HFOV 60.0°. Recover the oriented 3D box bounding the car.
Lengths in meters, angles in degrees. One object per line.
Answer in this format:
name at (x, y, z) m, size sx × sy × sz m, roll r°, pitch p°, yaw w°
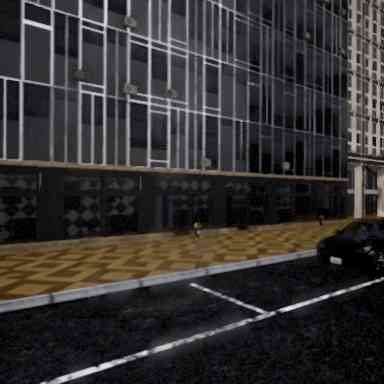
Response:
car at (5.880, 1.580, 10.750) m, size 4.313 × 1.339 × 1.947 m, roll 0°, pitch 0°, yaw -36°
